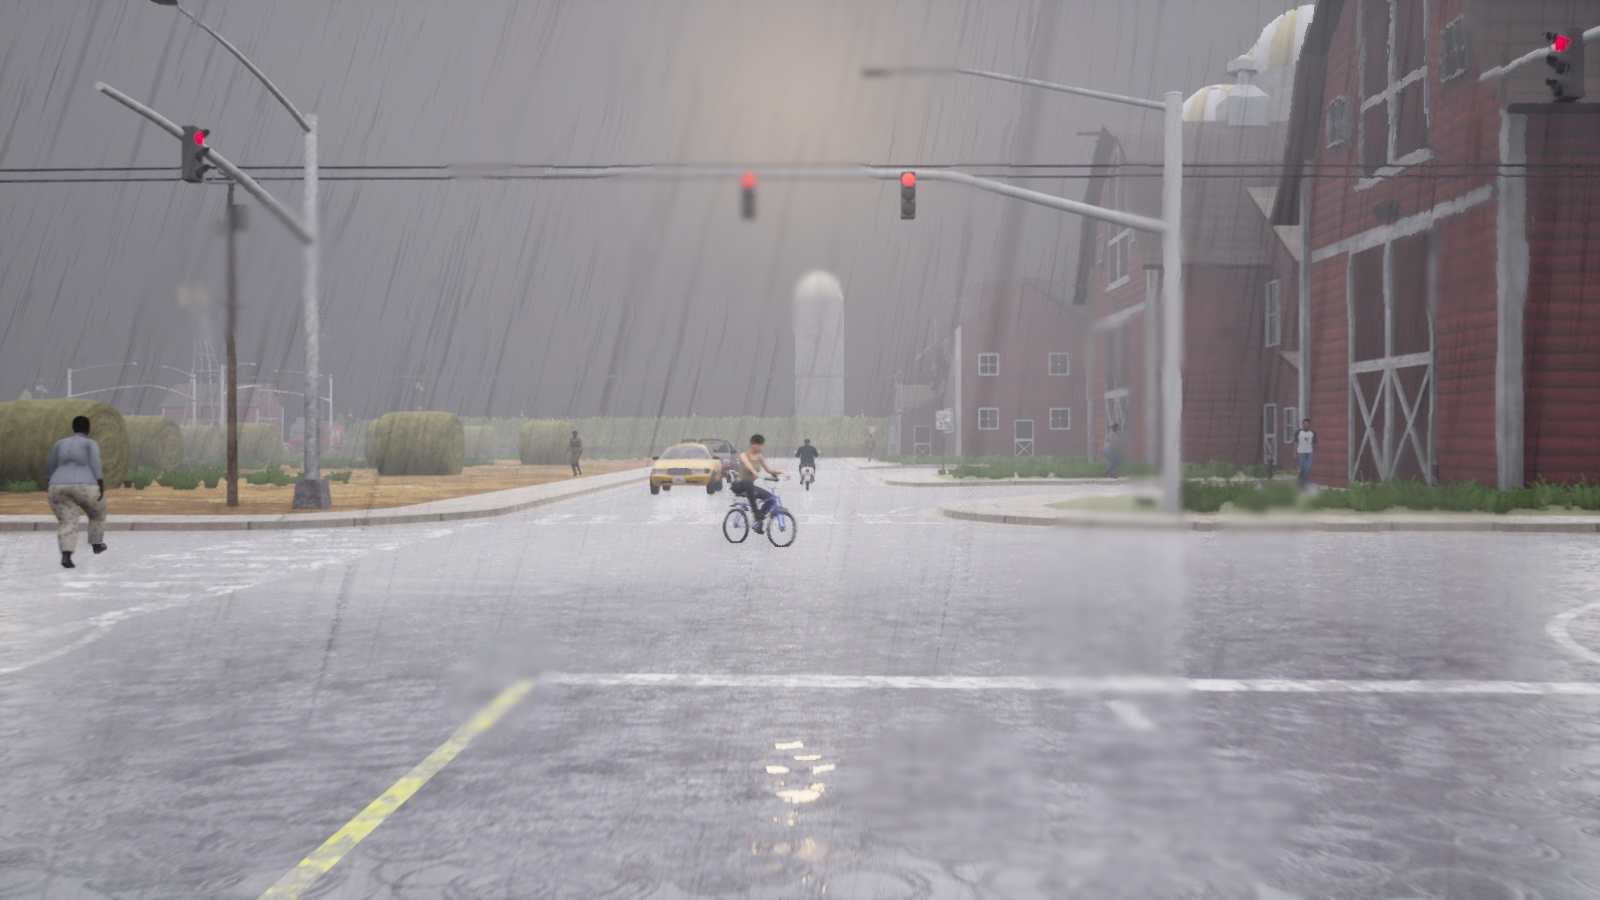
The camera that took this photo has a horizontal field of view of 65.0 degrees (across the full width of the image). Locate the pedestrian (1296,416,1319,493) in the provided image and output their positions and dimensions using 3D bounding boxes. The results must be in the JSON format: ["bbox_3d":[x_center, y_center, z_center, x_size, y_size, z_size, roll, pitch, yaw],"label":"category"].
[{"bbox_3d":[12.155,0.108,30.084,0.354,1.836,0.706,0,0,10],"label":"pedestrian"}]

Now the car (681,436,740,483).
[{"bbox_3d":[-3.225,0.317,45.990,1.851,1.617,3.988,0,0,0],"label":"car"}]

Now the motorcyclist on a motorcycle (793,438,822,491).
[{"bbox_3d":[0.233,0.422,38.754,0.866,1.590,1.817,0,0,0],"label":"motorcyclist on a motorcycle"}]

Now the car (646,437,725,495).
[{"bbox_3d":[-3.278,0.419,36.879,1.801,1.575,5.366,0,0,0],"label":"car"}]

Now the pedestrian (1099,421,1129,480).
[{"bbox_3d":[9.961,0.014,39.770,0.900,1.855,0.874,0,0,15],"label":"pedestrian"}]

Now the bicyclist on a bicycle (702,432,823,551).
[{"bbox_3d":[-0.546,0.566,17.857,1.509,1.612,0.866,1,-2,44],"label":"bicyclist on a bicycle"}]

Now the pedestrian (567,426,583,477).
[{"bbox_3d":[-8.551,0.059,47.639,0.396,1.930,0.692,0,0,8],"label":"pedestrian"}]

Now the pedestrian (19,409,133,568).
[{"bbox_3d":[-8.690,0.450,15.107,0.874,1.855,0.900,0,0,-4],"label":"pedestrian"}]
